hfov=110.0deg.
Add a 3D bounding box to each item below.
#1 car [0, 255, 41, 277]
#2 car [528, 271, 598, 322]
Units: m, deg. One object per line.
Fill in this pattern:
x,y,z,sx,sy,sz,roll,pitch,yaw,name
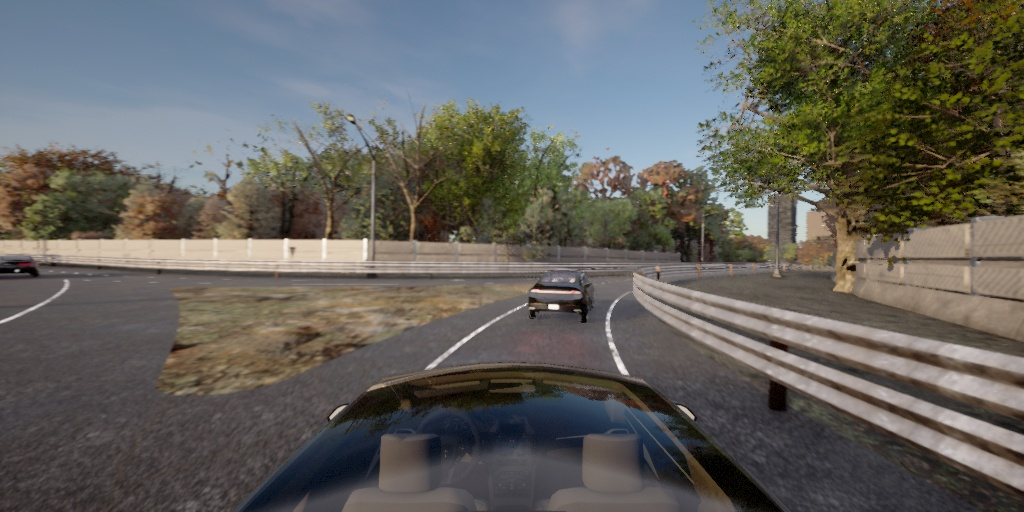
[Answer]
-34.821,0.692,25.168,4.892,1.490,1.837,1,0,34,car
1.887,1.257,12.622,2.128,1.511,4.902,1,0,16,car
